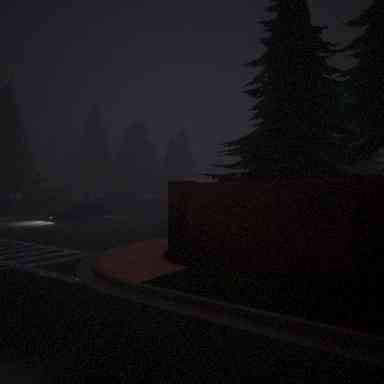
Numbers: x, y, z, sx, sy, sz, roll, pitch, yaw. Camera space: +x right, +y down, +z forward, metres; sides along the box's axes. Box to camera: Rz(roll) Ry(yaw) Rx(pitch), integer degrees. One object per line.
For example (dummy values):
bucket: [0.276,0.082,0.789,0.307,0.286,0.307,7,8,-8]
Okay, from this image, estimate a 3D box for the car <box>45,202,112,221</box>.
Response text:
car: [-9.134,1.547,27.336,2.033,1.411,5.357,0,0,35]
